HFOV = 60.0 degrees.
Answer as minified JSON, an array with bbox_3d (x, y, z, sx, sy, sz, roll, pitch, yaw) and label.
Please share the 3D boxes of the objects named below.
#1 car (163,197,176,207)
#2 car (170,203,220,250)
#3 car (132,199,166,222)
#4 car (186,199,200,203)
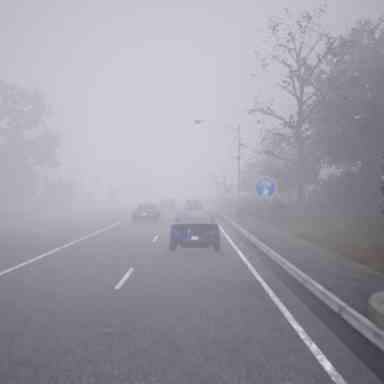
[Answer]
[{"bbox_3d":[-3.249,1.385,45.009,1.994,1.385,4.181,0,1,1],"label":"car"},{"bbox_3d":[0.103,1.469,14.228,1.882,1.535,5.008,0,0,0],"label":"car"},{"bbox_3d":[-3.394,1.516,25.733,1.994,1.385,4.181,0,0,0],"label":"car"},{"bbox_3d":[0.112,1.452,34.234,2.033,1.411,5.357,0,0,0],"label":"car"}]
